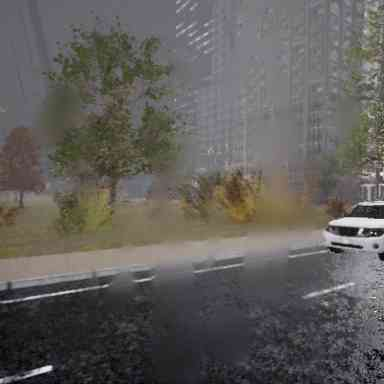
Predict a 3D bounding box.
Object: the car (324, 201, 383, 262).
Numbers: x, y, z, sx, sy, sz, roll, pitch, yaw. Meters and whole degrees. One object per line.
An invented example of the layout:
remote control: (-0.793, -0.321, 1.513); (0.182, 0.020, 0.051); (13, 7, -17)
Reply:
car: (7.546, 1.374, 13.061); (5.566, 2.045, 2.150); (1, 0, -35)
